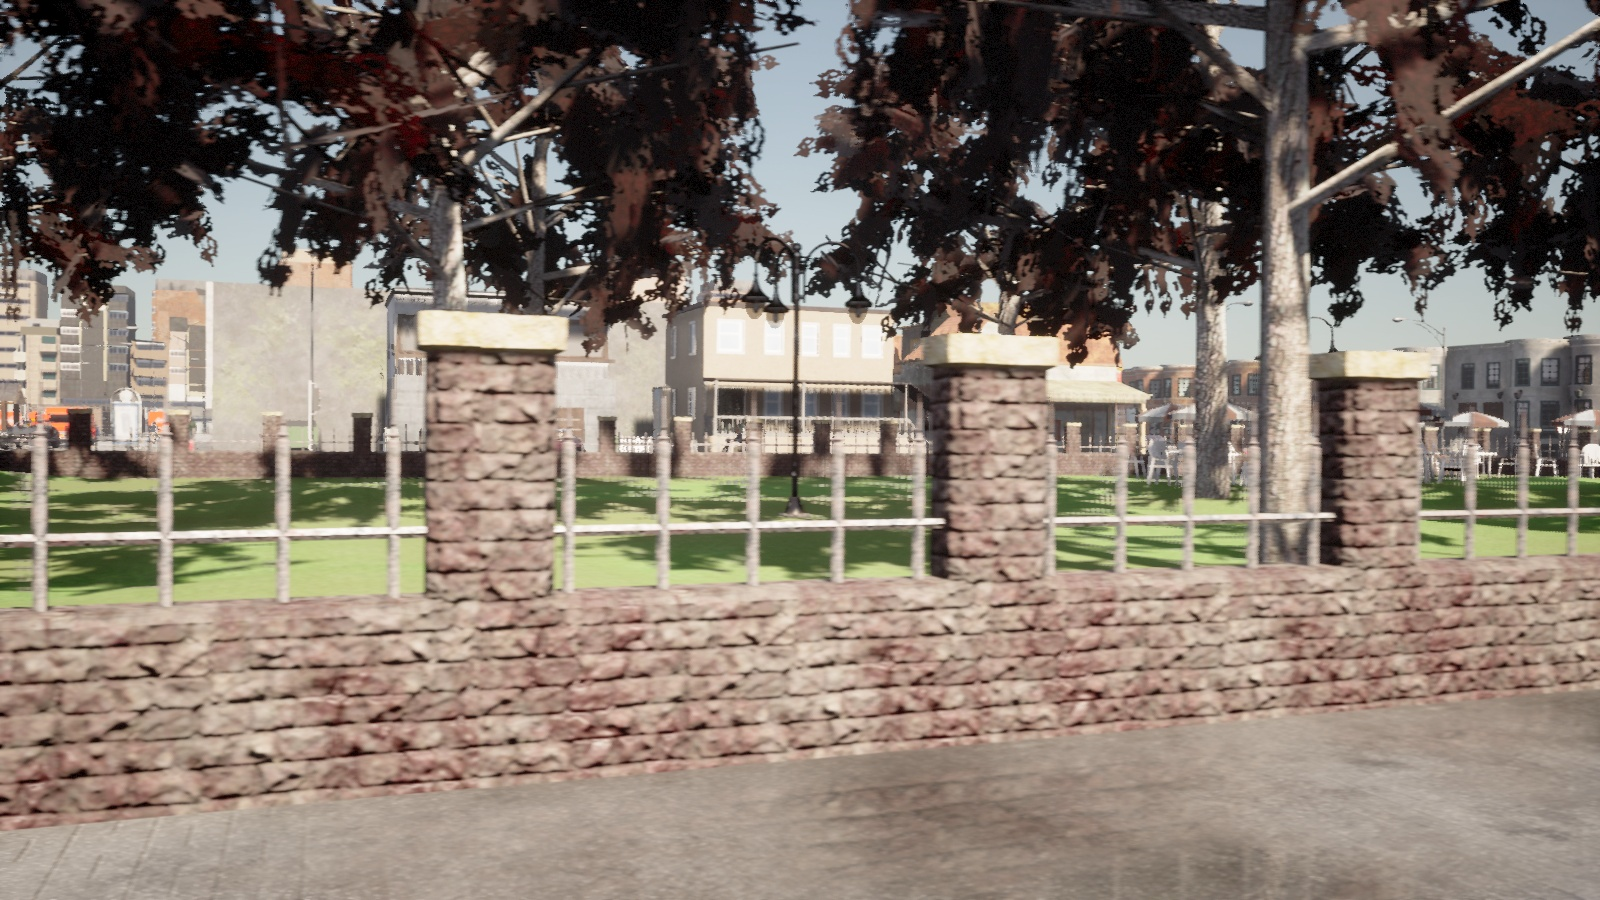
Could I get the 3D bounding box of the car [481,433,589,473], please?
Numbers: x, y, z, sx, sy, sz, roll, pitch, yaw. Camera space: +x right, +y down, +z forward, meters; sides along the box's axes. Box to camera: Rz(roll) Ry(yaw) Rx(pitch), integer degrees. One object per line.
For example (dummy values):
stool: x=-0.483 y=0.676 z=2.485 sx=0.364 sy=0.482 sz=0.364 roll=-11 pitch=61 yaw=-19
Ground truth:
car: x=-10.196 y=0.088 z=48.332 sx=3.806 sy=1.475 sz=1.970 roll=-1 pitch=1 yaw=-20

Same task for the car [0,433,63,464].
car: x=-43.075 y=-0.103 z=70.430 sx=2.152 sy=1.651 sz=5.027 roll=-1 pitch=1 yaw=-21

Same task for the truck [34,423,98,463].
truck: x=-46.691 y=-0.486 z=80.019 sx=2.627 sy=2.467 sz=5.204 roll=-1 pitch=1 yaw=-20

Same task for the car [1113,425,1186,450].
car: x=22.762 y=-0.824 z=81.921 sx=2.128 sy=1.511 sz=4.902 roll=-1 pitch=1 yaw=-20
